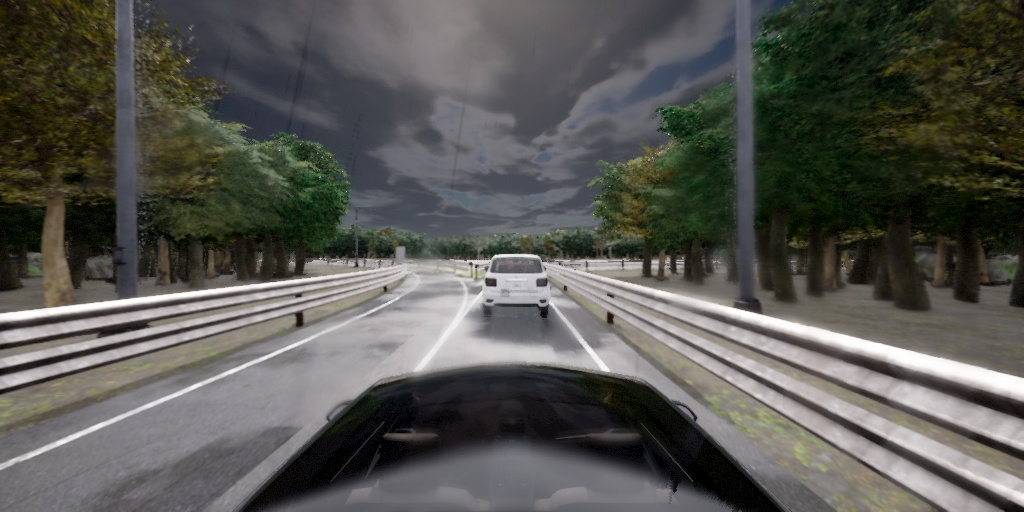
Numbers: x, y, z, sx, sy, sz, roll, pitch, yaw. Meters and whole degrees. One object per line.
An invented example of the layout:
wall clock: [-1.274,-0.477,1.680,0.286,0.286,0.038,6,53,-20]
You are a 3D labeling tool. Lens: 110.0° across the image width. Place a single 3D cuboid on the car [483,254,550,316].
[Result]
car: [0.134,0.966,13.399,2.150,2.045,5.566,0,0,0]
